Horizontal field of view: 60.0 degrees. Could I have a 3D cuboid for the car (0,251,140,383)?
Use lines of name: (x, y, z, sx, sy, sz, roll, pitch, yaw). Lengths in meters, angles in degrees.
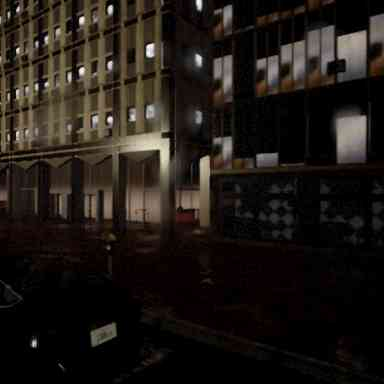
car: (-2.629, 1.535, 4.750, 4.313, 1.339, 1.947, 0, 0, 35)
